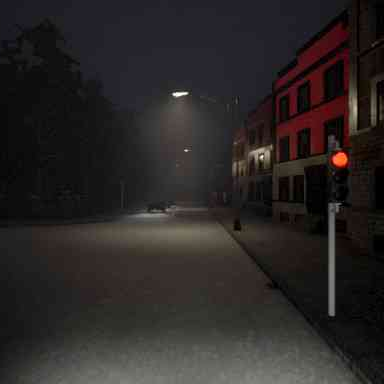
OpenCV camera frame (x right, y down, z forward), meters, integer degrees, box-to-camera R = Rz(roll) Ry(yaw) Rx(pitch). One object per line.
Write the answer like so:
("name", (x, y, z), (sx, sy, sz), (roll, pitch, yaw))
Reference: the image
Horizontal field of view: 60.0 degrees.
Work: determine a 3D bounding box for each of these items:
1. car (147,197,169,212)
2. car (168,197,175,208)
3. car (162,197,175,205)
("car", (-4.049, 1.601, 38.689), (1.895, 1.301, 4.718), (0, 0, 0))
("car", (-4.032, 1.491, 48.067), (2.128, 1.511, 4.902), (0, 0, 0))
("car", (-3.996, 1.601, 58.083), (1.895, 1.301, 4.718), (0, 0, 0))
